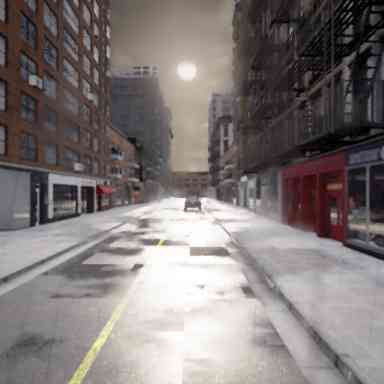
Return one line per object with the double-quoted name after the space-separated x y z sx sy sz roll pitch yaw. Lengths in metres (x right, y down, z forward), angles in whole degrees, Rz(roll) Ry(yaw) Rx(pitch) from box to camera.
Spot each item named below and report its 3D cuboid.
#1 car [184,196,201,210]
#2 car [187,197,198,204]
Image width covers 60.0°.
0.104 1.306 41.931 2.097 1.767 4.553 0 0 0 "car"
0.106 1.569 63.966 1.895 1.301 4.718 0 0 0 "car"
